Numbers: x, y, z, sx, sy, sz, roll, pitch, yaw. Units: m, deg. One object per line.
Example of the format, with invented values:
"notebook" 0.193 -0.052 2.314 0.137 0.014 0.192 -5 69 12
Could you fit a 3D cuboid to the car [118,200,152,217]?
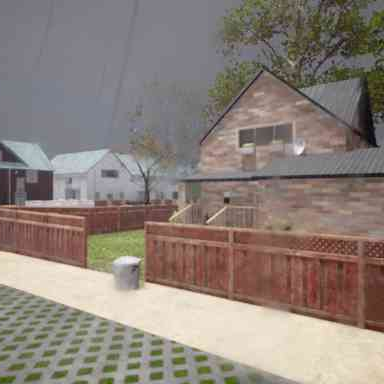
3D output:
"car" -5.786 1.578 32.787 2.097 1.767 4.553 0 0 37
